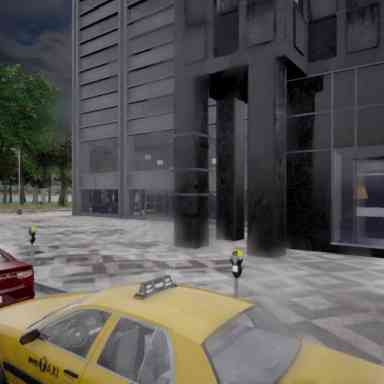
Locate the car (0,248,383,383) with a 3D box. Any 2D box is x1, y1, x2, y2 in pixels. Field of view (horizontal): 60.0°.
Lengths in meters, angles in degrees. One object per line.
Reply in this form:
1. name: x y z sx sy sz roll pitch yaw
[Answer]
1. car: -0.558 1.525 3.361 4.829 1.417 1.752 0 0 36
